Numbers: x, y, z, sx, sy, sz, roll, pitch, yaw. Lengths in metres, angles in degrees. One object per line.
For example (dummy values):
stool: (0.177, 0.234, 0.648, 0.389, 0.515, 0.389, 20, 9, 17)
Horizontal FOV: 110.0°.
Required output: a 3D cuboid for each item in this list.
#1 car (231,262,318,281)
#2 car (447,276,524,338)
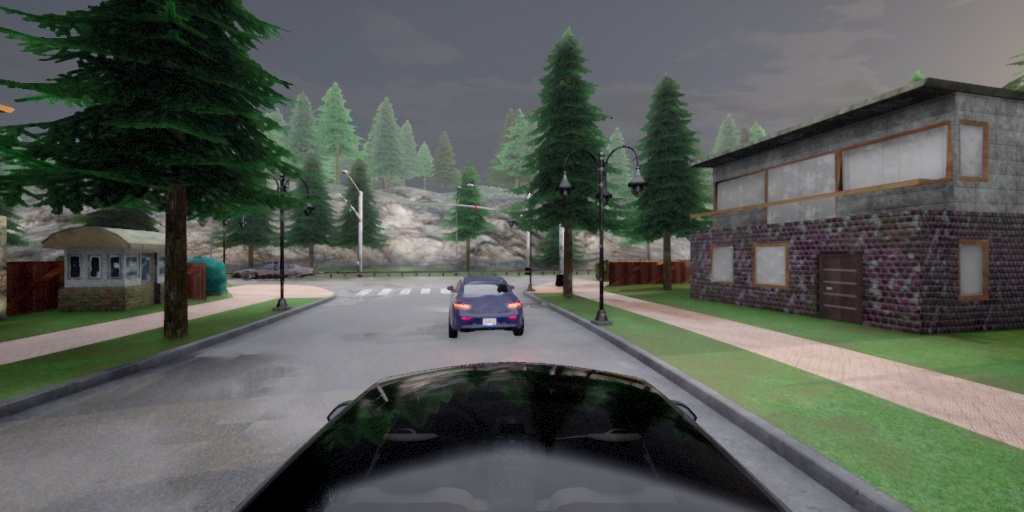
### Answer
car: (-17.843, 1.127, 27.230, 5.357, 1.411, 2.033, 0, 0, -17)
car: (-0.836, 1.271, 10.119, 1.812, 1.442, 4.674, 0, 0, -9)
